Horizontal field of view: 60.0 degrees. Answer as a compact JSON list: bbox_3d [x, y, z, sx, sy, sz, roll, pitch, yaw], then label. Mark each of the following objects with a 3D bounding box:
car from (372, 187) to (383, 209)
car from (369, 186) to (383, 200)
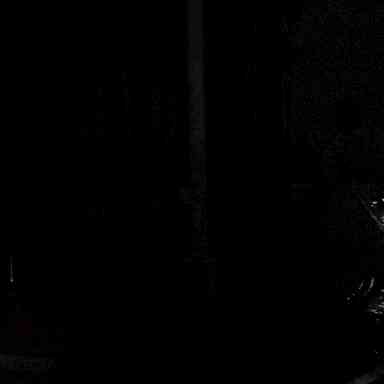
[{"bbox_3d":[14.835,0.520,24.696,1.895,1.301,4.718,0,2,25],"label":"car"},{"bbox_3d":[19.342,0.071,34.333,2.033,1.411,5.357,0,2,25],"label":"car"}]
